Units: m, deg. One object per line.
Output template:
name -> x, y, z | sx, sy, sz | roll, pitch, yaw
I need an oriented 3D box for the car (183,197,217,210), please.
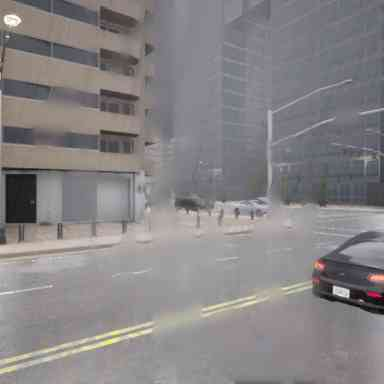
car -> 0.972, 1.449, 43.790 | 1.837, 1.490, 4.892 | 0, 0, -35

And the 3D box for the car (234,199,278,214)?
car -> 6.778, 1.470, 35.642 | 1.812, 1.442, 4.674 | 0, 0, -36

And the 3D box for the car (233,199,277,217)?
car -> 5.739, 1.470, 31.079 | 1.812, 1.442, 4.674 | 0, 0, -35

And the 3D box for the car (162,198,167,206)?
car -> -5.730, 1.433, 53.351 | 2.128, 1.511, 4.902 | 0, 0, -35

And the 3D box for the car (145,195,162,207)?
car -> -6.807, 1.297, 48.777 | 2.097, 1.767, 4.553 | 0, 0, -35

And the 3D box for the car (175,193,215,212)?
car -> 0.108, 1.163, 38.943 | 2.150, 2.045, 5.566 | 0, 0, -36

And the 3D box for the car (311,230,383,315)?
car -> 4.409, 1.526, 6.961 | 4.674, 1.442, 1.812 | 0, 0, -35
